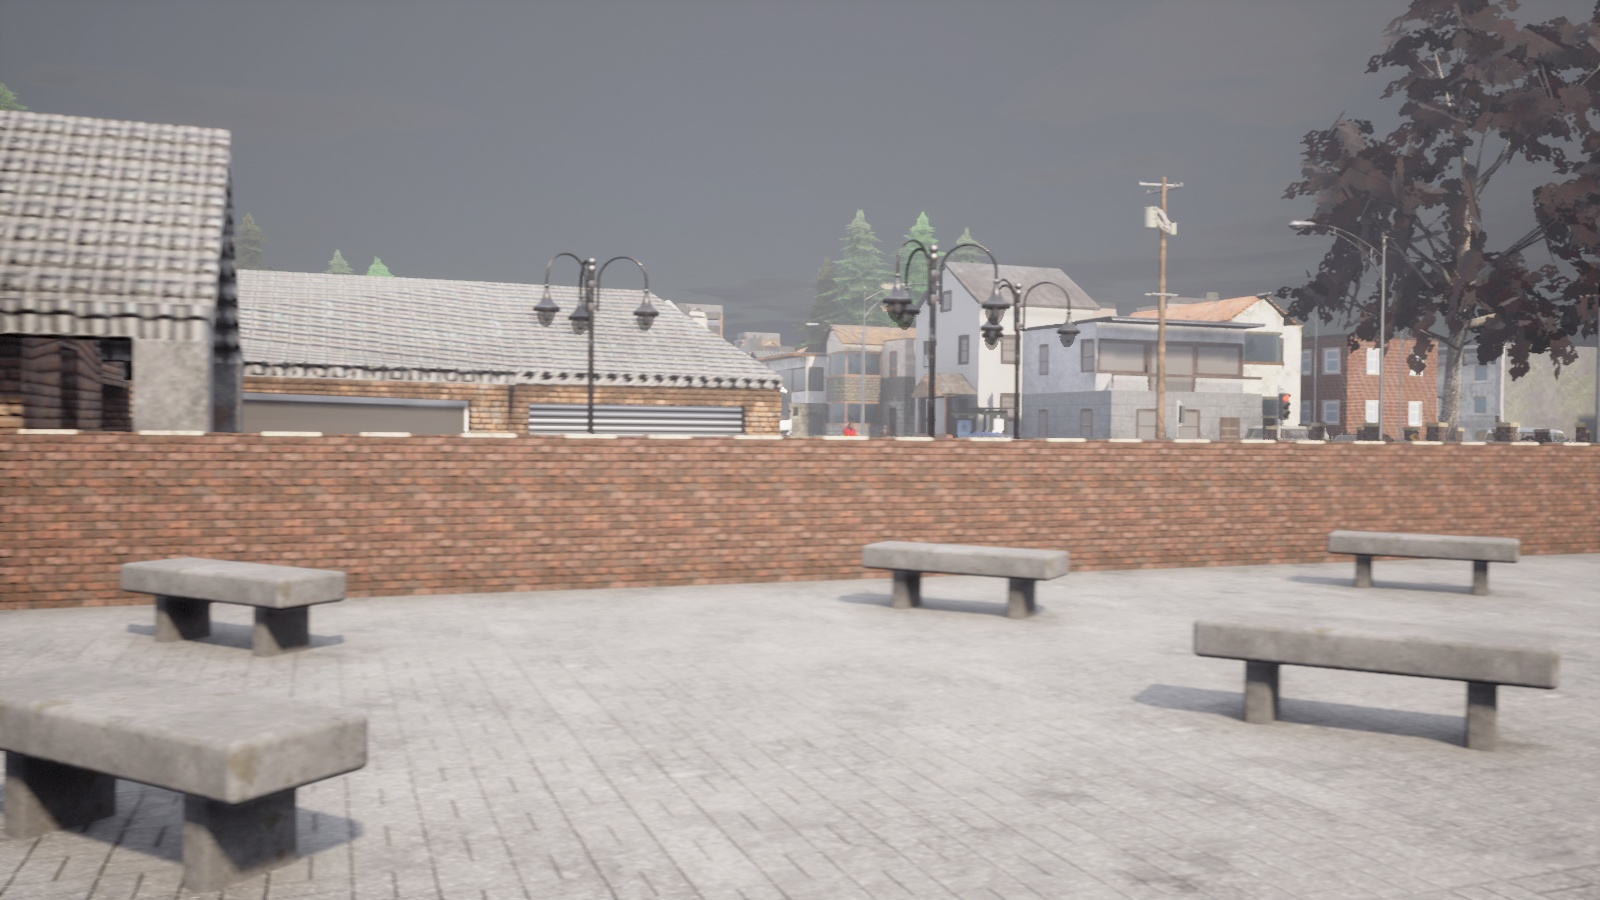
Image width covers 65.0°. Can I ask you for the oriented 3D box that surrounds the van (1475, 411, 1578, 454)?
[{"bbox_3d":[35.485,-0.860,61.366,4.480,2.038,2.069,-1,1,-23],"label":"van"}]

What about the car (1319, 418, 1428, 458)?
[{"bbox_3d":[26.446,-0.571,57.911,4.553,1.767,2.097,-1,1,-23],"label":"car"}]

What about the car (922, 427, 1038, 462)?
[{"bbox_3d":[8.382,-0.266,58.479,5.008,1.535,1.882,0,2,26],"label":"car"}]

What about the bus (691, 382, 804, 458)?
[{"bbox_3d":[-3.342,-1.772,75.624,3.944,4.253,10.273,-1,1,-19],"label":"bus"}]

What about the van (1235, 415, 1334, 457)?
[{"bbox_3d":[23.602,-0.700,61.204,4.442,1.987,1.775,-1,1,-21],"label":"van"}]

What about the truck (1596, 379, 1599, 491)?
[{"bbox_3d":[19.830,-0.325,25.910,2.627,2.467,5.204,-1,1,-22],"label":"truck"}]
